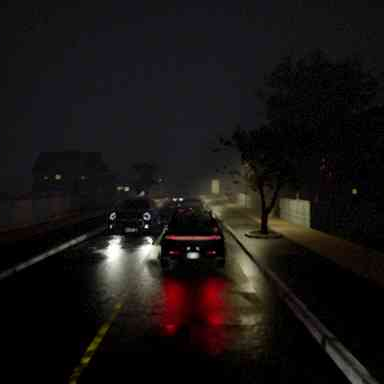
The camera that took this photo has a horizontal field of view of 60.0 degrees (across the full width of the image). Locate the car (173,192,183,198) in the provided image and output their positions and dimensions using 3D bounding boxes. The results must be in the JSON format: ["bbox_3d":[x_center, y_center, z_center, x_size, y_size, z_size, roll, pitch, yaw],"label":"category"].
[{"bbox_3d":[-2.918,0.617,69.244,1.994,1.385,4.181,0,1,0],"label":"car"}]

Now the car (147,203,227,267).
[{"bbox_3d":[0.035,1.328,10.688,2.128,1.511,4.902,0,1,0],"label":"car"}]

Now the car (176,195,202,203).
[{"bbox_3d":[-0.014,1.198,23.361,2.033,1.411,5.357,0,1,0],"label":"car"}]

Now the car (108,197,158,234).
[{"bbox_3d":[-2.861,1.091,17.232,2.097,1.767,4.553,0,1,0],"label":"car"}]
